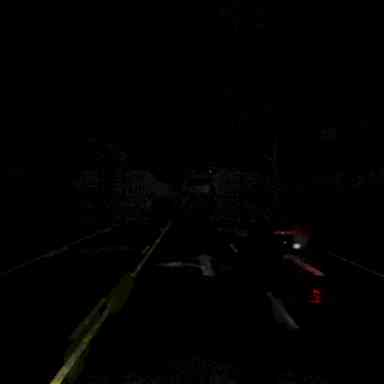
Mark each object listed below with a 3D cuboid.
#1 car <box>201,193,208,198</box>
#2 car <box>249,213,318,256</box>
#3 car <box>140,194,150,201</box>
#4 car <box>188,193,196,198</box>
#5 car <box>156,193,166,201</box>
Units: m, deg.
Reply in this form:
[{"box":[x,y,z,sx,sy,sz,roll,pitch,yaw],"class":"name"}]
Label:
[{"box":[3.483,1.049,94.399,1.994,1.385,4.181,0,1,0],"class":"car"},{"box":[3.514,1.590,13.512,2.128,1.511,4.902,0,0,0],"class":"car"},{"box":[-10.514,1.277,75.161,1.837,1.490,4.892,0,1,0],"class":"car"},{"box":[-0.017,0.997,94.398,1.837,1.490,4.892,0,1,0],"class":"car"},{"box":[-7.014,1.129,75.588,2.097,1.767,4.553,0,1,0],"class":"car"}]
